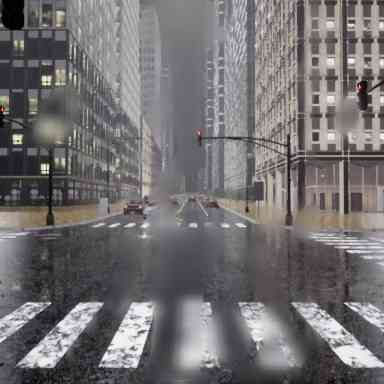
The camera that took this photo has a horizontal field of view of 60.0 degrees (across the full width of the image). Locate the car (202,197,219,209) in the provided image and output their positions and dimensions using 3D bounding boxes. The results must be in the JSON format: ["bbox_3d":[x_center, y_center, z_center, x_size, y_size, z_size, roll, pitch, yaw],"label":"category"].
[{"bbox_3d":[2.695,1.599,44.954,1.802,1.307,4.206,1,0,0],"label":"car"}]

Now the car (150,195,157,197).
[{"bbox_3d":[-5.679,1.332,44.891,2.192,1.841,5.009,1,0,0],"label":"car"}]

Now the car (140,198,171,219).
[{"bbox_3d":[-3.109,1.537,29.214,1.812,1.442,4.674,0,0,0],"label":"car"}]

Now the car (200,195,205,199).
[{"bbox_3d":[2.695,1.547,56.280,1.752,1.417,4.829,1,0,0],"label":"car"}]

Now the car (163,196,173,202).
[{"bbox_3d":[-5.689,1.582,78.342,2.008,1.369,4.403,1,0,0],"label":"car"}]

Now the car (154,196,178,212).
[{"bbox_3d":[-3.106,1.562,39.445,2.033,1.411,5.357,0,0,0],"label":"car"}]

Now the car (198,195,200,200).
[{"bbox_3d":[2.693,1.590,61.687,1.947,1.339,4.313,1,0,0],"label":"car"}]

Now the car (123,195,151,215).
[{"bbox_3d":[-5.679,1.453,33.741,1.967,1.590,4.097,1,0,0],"label":"car"}]

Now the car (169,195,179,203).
[{"bbox_3d":[-3.097,1.621,51.851,1.895,1.301,4.718,0,0,0],"label":"car"}]

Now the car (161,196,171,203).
[{"bbox_3d":[-5.688,1.573,72.767,1.887,1.381,4.507,1,0,0],"label":"car"}]

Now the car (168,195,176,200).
[{"bbox_3d":[-5.693,1.605,95.068,1.947,1.339,4.313,1,0,0],"label":"car"}]

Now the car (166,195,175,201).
[{"bbox_3d":[-5.691,1.587,89.493,2.008,1.369,4.403,1,0,0],"label":"car"}]

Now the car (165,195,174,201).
[{"bbox_3d":[-5.690,1.578,83.917,1.887,1.381,4.507,1,0,0],"label":"car"}]

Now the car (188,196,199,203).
[{"bbox_3d":[0.072,1.573,70.456,2.033,1.411,5.357,0,0,0],"label":"car"}]

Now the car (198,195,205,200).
[{"bbox_3d":[2.688,1.583,95.150,1.887,1.381,4.507,1,0,0],"label":"car"}]
